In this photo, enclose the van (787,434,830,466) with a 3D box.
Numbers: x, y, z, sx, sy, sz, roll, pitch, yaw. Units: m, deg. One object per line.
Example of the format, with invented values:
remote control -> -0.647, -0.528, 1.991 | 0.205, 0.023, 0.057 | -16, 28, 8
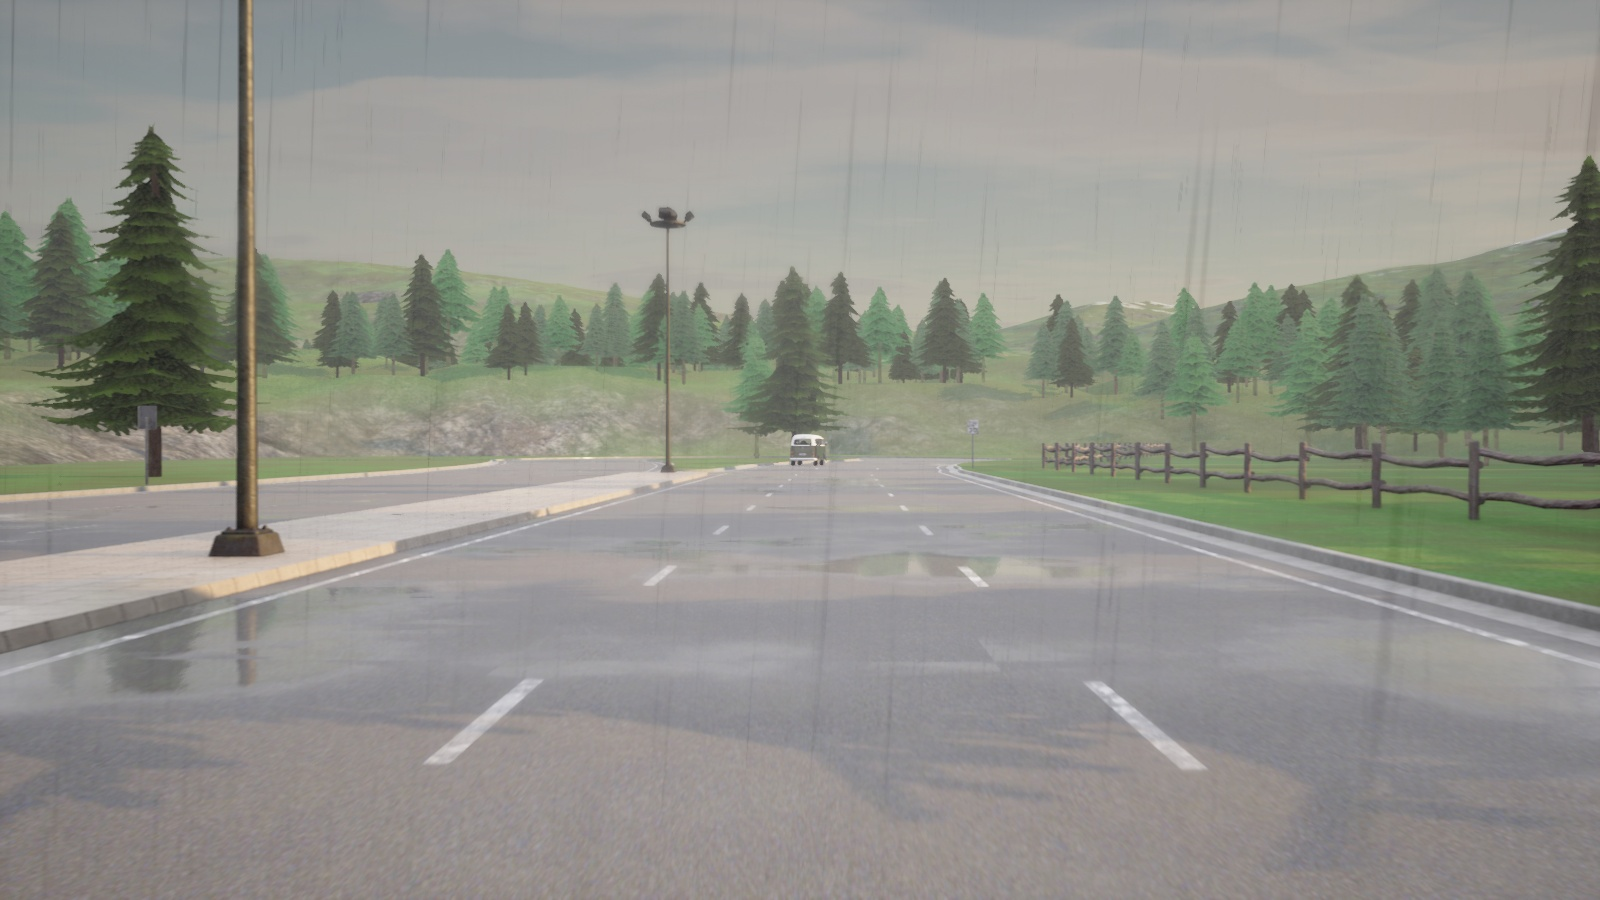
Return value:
van -> 0.576, 0.006, 82.328 | 2.069, 2.038, 4.480 | 0, 0, 10
